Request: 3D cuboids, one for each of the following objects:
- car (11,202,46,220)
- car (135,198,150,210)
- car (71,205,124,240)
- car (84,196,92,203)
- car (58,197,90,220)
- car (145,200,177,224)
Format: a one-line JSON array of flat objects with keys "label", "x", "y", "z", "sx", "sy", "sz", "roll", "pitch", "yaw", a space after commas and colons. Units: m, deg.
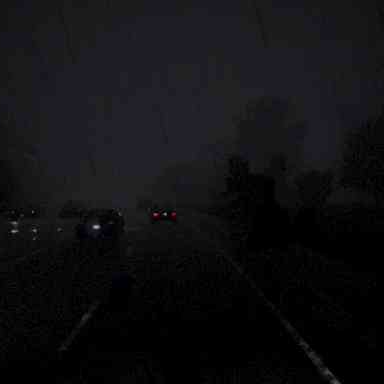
[{"label": "car", "x": -13.738, "y": 1.550, "z": 28.243, "sx": 1.812, "sy": 1.442, "sz": 4.674, "roll": 0, "pitch": 0, "yaw": -12}, {"label": "car", "x": -6.114, "y": 1.520, "z": 42.329, "sx": 2.128, "sy": 1.511, "sz": 4.902, "roll": 0, "pitch": 0, "yaw": -15}, {"label": "car", "x": -4.671, "y": 1.578, "z": 17.340, "sx": 1.994, "sy": 1.385, "sz": 4.181, "roll": 0, "pitch": 0, "yaw": -7}, {"label": "car", "x": -21.343, "y": 1.520, "z": 67.795, "sx": 1.882, "sy": 1.535, "sz": 5.008, "roll": 0, "pitch": 0, "yaw": -18}, {"label": "car", "x": -10.305, "y": 1.500, "z": 28.920, "sx": 1.882, "sy": 1.535, "sz": 5.008, "roll": 0, "pitch": 0, "yaw": -12}, {"label": "car", "x": -2.267, "y": 1.564, "z": 25.162, "sx": 2.033, "sy": 1.411, "sz": 5.357, "roll": 0, "pitch": 0, "yaw": -10}]
